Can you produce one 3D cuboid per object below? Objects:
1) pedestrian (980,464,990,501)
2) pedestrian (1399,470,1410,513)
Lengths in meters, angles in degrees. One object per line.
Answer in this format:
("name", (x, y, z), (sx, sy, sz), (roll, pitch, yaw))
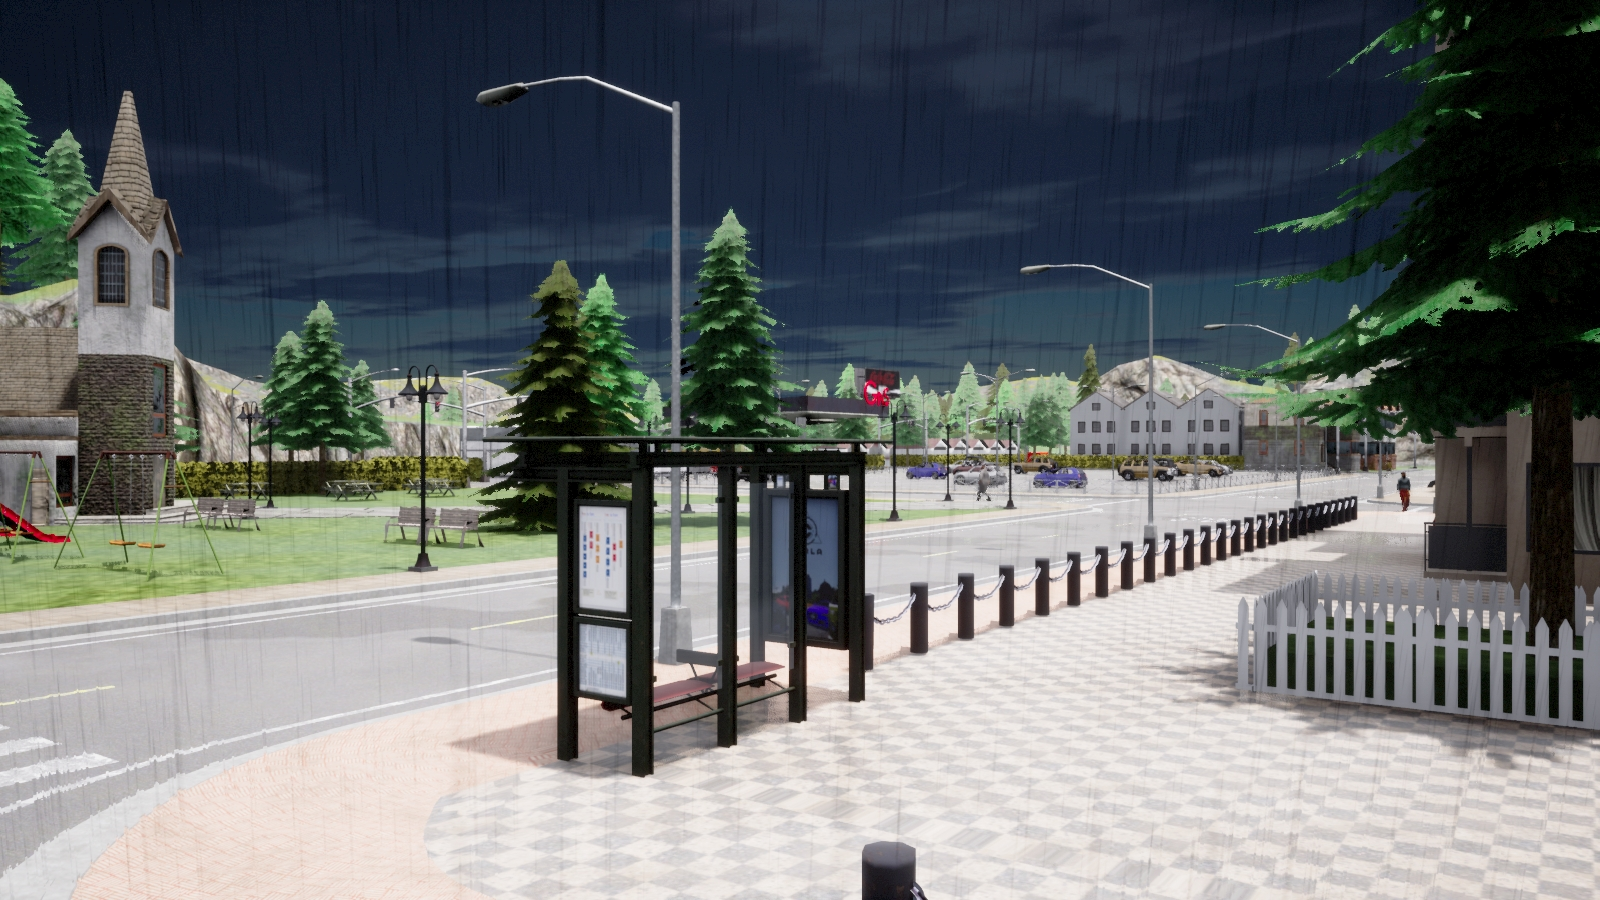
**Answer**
("pedestrian", (9.271, 1.627, 57.320), (0.375, 1.860, 0.375), (0, 0, 39))
("pedestrian", (26.382, 1.829, 49.895), (0.375, 1.860, 0.375), (0, 0, 20))
